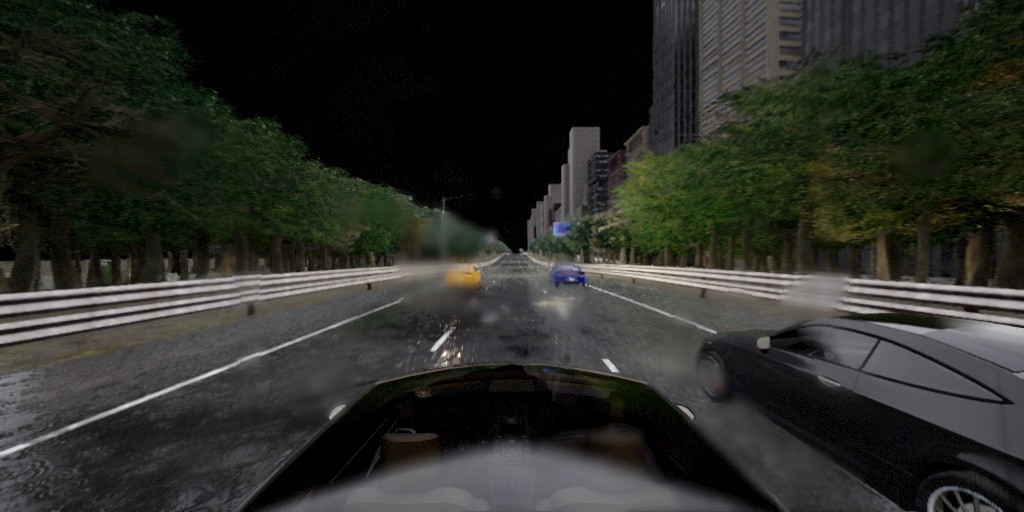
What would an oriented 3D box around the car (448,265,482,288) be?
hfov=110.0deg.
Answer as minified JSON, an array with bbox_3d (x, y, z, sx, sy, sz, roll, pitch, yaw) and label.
[{"bbox_3d":[-3.210,1.354,24.975,1.882,1.535,5.008,0,-1,0],"label":"car"}]

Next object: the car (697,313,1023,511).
[{"bbox_3d":[3.625,1.267,3.369,1.812,1.442,4.674,0,0,0],"label":"car"}]

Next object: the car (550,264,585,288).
[{"bbox_3d":[3.790,1.326,24.929,1.882,1.535,5.008,0,-1,0],"label":"car"}]
